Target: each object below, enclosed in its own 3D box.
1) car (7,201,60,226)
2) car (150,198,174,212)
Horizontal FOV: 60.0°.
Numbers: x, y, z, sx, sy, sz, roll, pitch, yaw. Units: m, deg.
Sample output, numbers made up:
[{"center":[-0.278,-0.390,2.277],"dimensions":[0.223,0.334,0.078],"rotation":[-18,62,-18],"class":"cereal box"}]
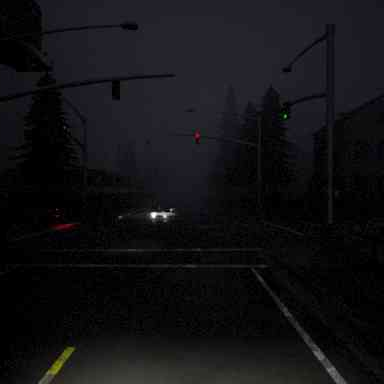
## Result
[{"center":[-11.092,1.315,21.408],"dimensions":[4.902,1.511,2.128],"rotation":[1,0,-1],"class":"car"},{"center":[-3.517,1.560,38.001],"dimensions":[1.994,1.385,4.181],"rotation":[0,0,0],"class":"car"}]
